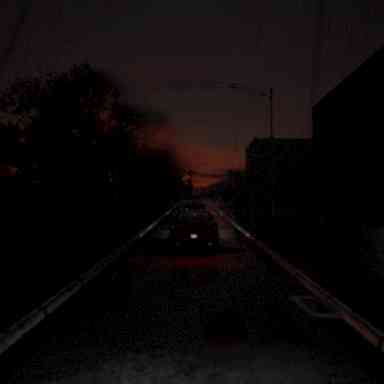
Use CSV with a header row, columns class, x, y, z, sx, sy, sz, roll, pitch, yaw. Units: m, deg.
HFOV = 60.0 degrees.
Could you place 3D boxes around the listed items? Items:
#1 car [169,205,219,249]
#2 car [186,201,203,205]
class,x,y,z,sx,sy,sz,roll,pitch,yaw
car,0.096,1.485,14.329,1.882,1.535,5.008,0,-1,1
car,0.218,1.529,29.331,1.837,1.490,4.892,0,1,0
